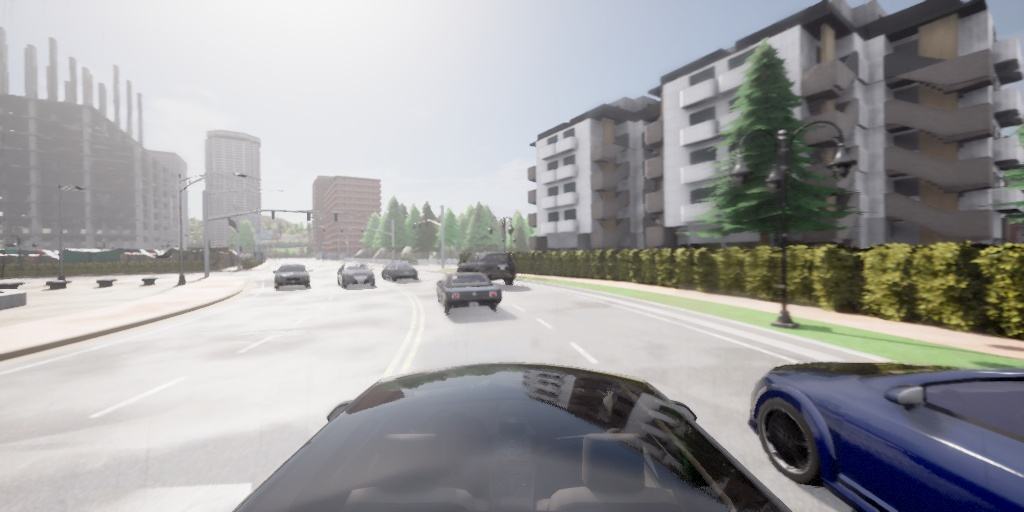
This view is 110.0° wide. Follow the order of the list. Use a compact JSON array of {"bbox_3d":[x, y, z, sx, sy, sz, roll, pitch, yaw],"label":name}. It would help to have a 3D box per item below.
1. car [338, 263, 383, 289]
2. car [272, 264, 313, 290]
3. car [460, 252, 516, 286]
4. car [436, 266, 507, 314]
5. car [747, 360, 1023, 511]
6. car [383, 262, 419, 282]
[{"bbox_3d":[-10.053,1.181,23.067,2.128,1.511,4.902,-1,1,-30],"label":"car"},{"bbox_3d":[-14.057,1.257,22.993,1.837,1.490,4.892,-1,0,-32],"label":"car"},{"bbox_3d":[-1.725,0.789,22.784,2.150,2.045,5.566,-1,0,-27],"label":"car"},{"bbox_3d":[-1.807,1.261,13.561,1.895,1.301,4.718,-1,1,-16],"label":"car"},{"bbox_3d":[3.381,1.261,1.906,1.994,1.385,4.181,-1,1,-1],"label":"car"},{"bbox_3d":[-8.734,1.187,27.781,1.994,1.385,4.181,-1,1,-32],"label":"car"}]
